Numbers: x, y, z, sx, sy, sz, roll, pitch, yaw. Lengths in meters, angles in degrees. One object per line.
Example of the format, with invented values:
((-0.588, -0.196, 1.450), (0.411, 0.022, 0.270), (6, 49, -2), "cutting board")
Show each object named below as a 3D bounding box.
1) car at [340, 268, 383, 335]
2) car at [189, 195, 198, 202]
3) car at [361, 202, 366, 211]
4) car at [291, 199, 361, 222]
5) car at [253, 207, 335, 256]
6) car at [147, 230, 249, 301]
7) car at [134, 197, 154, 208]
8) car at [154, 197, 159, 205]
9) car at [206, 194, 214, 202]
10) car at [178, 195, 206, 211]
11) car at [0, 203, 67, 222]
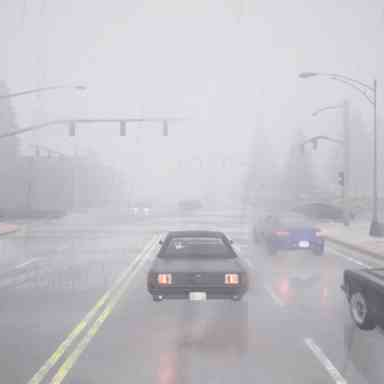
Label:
((3.612, 1.599, 3.932), (1.895, 1.301, 4.718), (0, 0, 0), "car")
((0.320, 1.466, 75.000), (1.837, 1.490, 4.892), (0, 0, 0), "car")
((16.073, 1.461, 36.017), (5.008, 1.535, 1.882), (0, 0, 0), "car")
((9.831, 1.493, 25.377), (4.892, 1.490, 1.837), (0, 0, 1), "car")
((3.634, 1.520, 13.035), (1.812, 1.442, 4.674), (0, 0, 0), "car")
((0.097, 1.597, 8.243), (1.895, 1.301, 4.718), (0, 0, 0), "car")
((-6.901, 1.504, 47.328), (1.812, 1.442, 4.674), (0, 0, 0), "car")
((-6.850, 1.538, 57.352), (1.994, 1.385, 4.181), (0, 0, 0), "car")
((3.819, 1.321, 74.920), (2.097, 1.767, 4.553), (0, 0, 0), "car")
((-0.181, 1.459, 39.821), (1.882, 1.535, 5.008), (1, 0, 17), "car")
((-12.284, 1.589, 25.881), (4.718, 1.301, 1.895), (0, 0, 0), "car")
